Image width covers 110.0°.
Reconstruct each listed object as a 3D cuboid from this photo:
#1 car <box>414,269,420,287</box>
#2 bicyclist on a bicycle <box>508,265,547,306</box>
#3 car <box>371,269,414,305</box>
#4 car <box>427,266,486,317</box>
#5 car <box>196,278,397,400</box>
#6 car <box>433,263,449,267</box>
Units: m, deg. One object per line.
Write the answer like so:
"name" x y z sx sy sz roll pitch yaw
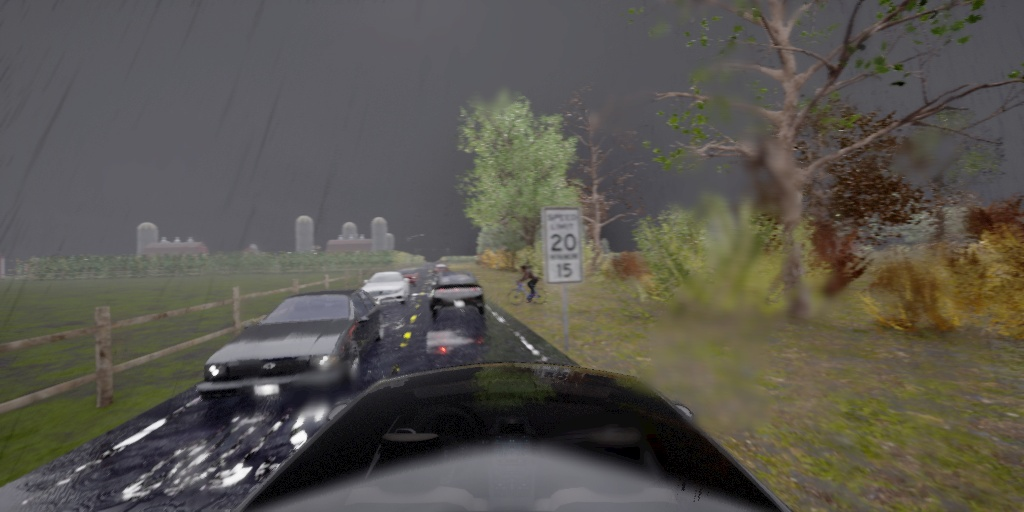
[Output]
"car" -8.119 1.641 27.411 1.895 1.301 4.718 -2 0 -12
"bicyclist on a bicycle" 0.624 1.206 14.639 1.656 1.620 0.582 0 -1 -12
"car" -5.953 1.486 17.243 1.812 1.442 4.674 -2 0 -12
"car" -2.183 1.323 13.743 2.128 1.511 4.902 -2 0 -12
"car" -3.838 1.431 7.420 2.033 1.411 5.357 -2 0 -12
"car" -8.545 1.589 43.414 1.812 1.442 4.674 -2 0 -12
